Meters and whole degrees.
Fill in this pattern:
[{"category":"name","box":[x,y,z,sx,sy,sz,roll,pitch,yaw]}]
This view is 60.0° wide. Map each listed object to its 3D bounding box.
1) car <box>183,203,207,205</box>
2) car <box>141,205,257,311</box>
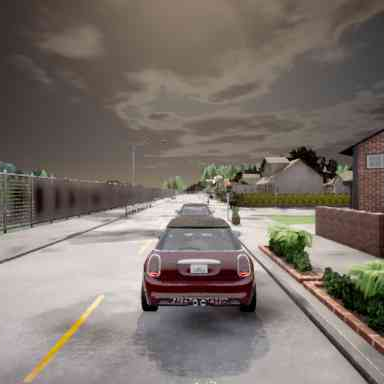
[{"category":"car","box":[0.163,1.352,17.590,2.097,1.767,4.553,0,0,0]},{"category":"car","box":[0.125,1.352,7.893,2.097,1.767,4.553,0,0,0]}]
